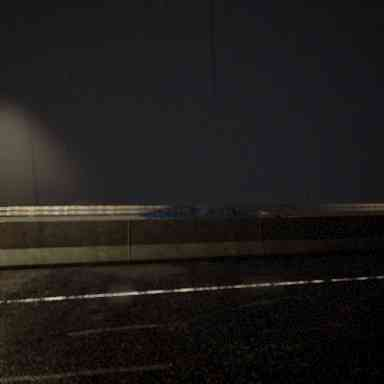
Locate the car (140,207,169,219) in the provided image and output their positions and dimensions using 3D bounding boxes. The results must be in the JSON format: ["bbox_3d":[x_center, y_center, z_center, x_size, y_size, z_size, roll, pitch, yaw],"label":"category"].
[{"bbox_3d":[-1.047,1.676,23.814,5.357,1.411,2.033,0,0,-13],"label":"car"}]

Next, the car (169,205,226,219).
[{"bbox_3d":[1.529,1.659,20.813,5.357,1.411,2.033,0,0,-13],"label":"car"}]

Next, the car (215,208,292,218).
[{"bbox_3d":[3.899,1.696,17.764,4.718,1.301,1.895,0,0,-13],"label":"car"}]
